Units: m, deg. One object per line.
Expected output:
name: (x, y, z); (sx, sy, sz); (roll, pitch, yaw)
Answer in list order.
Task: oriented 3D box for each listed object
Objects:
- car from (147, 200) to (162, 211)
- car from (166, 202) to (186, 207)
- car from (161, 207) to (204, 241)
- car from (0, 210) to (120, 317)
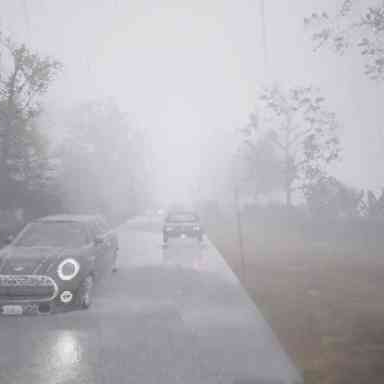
car: (-5.667, 1.970, 51.186); (2.097, 1.767, 4.553); (0, -1, -3)
car: (-1.678, 1.798, 35.089); (1.837, 1.490, 4.892); (0, -1, -4)
car: (-0.512, 1.685, 17.081); (1.895, 1.301, 4.718); (0, 0, -3)
car: (-3.067, 1.375, 7.795); (2.097, 1.767, 4.553); (0, 0, -2)
